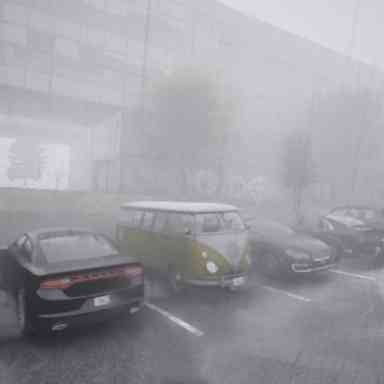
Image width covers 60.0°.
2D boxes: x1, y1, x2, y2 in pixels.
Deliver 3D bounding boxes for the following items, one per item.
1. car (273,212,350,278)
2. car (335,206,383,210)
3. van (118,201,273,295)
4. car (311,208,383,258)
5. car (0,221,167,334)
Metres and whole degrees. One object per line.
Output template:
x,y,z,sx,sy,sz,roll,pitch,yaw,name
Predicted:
1.869,1.464,10.308,2.231,1.521,4.892,0,0,-35,car
6.439,1.325,13.521,2.185,1.767,4.553,0,0,-35,car
-0.334,1.244,8.586,1.878,1.987,4.442,0,0,-35,van
4.151,1.458,11.921,2.231,1.521,4.892,0,0,-36,car
-2.774,1.476,6.982,2.097,1.535,5.008,0,0,-36,car
